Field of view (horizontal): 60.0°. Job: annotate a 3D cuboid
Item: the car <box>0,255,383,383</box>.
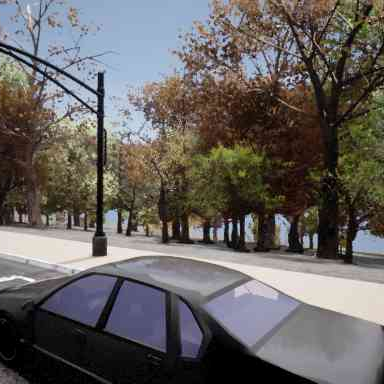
[{"bbox_3d":[-0.545,1.547,4.067,5.357,1.411,2.033,0,0,35],"label":"car"}]
